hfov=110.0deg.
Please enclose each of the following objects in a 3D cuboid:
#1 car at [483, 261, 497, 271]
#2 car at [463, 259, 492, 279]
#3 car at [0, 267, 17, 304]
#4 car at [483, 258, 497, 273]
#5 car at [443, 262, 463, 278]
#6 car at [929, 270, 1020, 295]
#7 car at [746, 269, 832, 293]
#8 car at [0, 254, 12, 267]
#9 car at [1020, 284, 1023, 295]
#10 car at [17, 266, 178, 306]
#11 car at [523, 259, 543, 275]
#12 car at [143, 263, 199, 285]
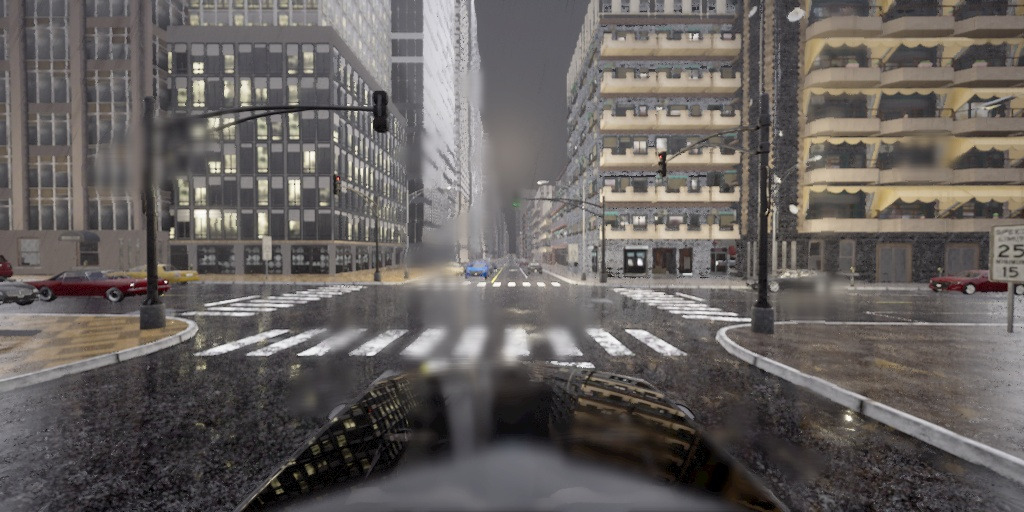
[{"bbox_3d":[-3.208,1.472,53.562,1.895,1.301,4.718,0,0,0],"label":"car"},{"bbox_3d":[-3.165,1.301,33.582,1.882,1.535,5.008,0,0,-1],"label":"car"},{"bbox_3d":[-20.313,1.235,13.257,4.403,1.370,2.007,0,0,1],"label":"car"},{"bbox_3d":[-3.187,1.338,43.273,2.128,1.511,4.902,0,0,0],"label":"car"},{"bbox_3d":[-5.769,1.354,35.772,1.751,1.417,4.829,0,0,0],"label":"car"},{"bbox_3d":[27.330,1.510,21.047,4.507,1.381,1.888,0,0,1],"label":"car"},{"bbox_3d":[16.264,1.425,21.177,4.403,1.370,2.007,0,0,1],"label":"car"},{"bbox_3d":[-33.660,0.766,21.765,5.009,1.841,2.192,0,0,1],"label":"car"},{"bbox_3d":[21.691,1.604,12.733,4.313,1.339,1.948,0,0,1],"label":"car"},{"bbox_3d":[-18.056,1.269,15.782,4.718,1.301,1.895,0,1,1],"label":"car"},{"bbox_3d":[2.598,1.392,41.616,2.007,1.370,4.403,0,0,0],"label":"car"},{"bbox_3d":[-21.713,1.082,21.588,4.829,1.417,1.751,0,0,1],"label":"car"}]
